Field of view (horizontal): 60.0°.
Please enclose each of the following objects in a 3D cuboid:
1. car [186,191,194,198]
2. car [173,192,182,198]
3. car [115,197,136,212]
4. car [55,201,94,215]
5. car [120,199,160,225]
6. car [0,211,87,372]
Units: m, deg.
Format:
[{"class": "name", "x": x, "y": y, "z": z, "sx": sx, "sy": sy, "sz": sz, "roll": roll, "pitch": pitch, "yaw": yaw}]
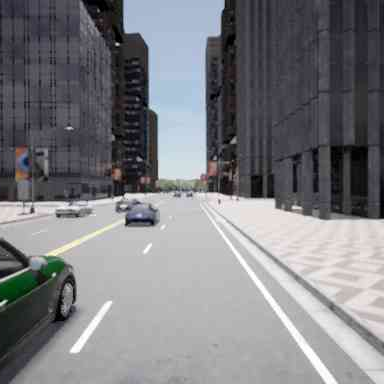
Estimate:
[{"class": "car", "x": -0.567, "y": 0.775, "z": 85.395, "sx": 1.812, "sy": 1.442, "sz": 4.674, "roll": 0, "pitch": 1, "yaw": 0}, {"class": "car", "x": -3.817, "y": 0.795, "z": 85.373, "sx": 1.812, "sy": 1.442, "sz": 4.674, "roll": 0, "pitch": 1, "yaw": 0}, {"class": "car", "x": -6.728, "y": 1.271, "z": 34.834, "sx": 2.128, "sy": 1.511, "sz": 4.902, "roll": 0, "pitch": 0, "yaw": 0}, {"class": "car", "x": -9.993, "y": 1.450, "z": 28.442, "sx": 1.895, "sy": 1.301, "sz": 4.718, "roll": 0, "pitch": 0, "yaw": 0}, {"class": "car", "x": -3.290, "y": 1.417, "z": 22.685, "sx": 1.994, "sy": 1.385, "sz": 4.181, "roll": 0, "pitch": 0, "yaw": 0}, {"class": "car", "x": -3.167, "y": 1.340, "z": 4.310, "sx": 2.097, "sy": 1.767, "sz": 4.553, "roll": 0, "pitch": 0, "yaw": 0}]
